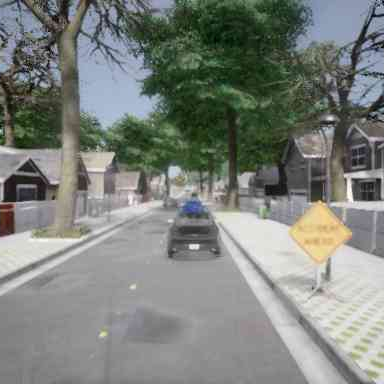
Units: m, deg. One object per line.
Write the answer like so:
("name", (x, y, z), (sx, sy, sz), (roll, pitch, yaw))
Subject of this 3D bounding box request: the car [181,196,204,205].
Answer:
("car", (0.076, 1.439, 29.707), (1.882, 1.535, 5.008), (0, 0, 0))

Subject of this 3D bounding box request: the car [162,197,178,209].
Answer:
("car", (-2.853, 1.440, 44.326), (2.128, 1.511, 4.902), (0, 0, 0))

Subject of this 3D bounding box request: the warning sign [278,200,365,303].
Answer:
("warning sign", (2.522, 1.105, 6.635), (1.300, 1.860, 1.060), (0, 1, 0))

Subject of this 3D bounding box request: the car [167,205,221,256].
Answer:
("car", (0.080, 1.485, 12.993), (1.837, 1.490, 4.892), (0, 0, 0))
